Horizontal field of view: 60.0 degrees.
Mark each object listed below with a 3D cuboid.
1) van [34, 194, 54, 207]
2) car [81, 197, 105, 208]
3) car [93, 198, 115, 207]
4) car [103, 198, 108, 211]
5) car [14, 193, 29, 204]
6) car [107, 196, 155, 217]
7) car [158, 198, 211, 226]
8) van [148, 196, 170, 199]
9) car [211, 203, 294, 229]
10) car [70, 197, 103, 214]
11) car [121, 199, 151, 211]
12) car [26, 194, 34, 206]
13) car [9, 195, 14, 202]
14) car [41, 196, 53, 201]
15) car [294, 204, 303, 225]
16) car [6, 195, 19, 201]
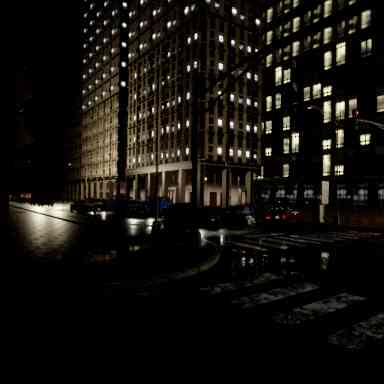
[{"bbox_3d":[-20.579,1.197,46.782,1.690,1.788,3.998,1,-1,-35],"label":"van"},{"bbox_3d":[-14.404,1.477,47.989,1.837,1.490,4.892,1,-1,-35],"label":"car"},{"bbox_3d":[-13.744,1.586,51.619,1.947,1.339,4.313,1,-1,-35],"label":"car"},{"bbox_3d":[-11.764,1.468,38.821,2.033,1.411,5.357,1,-1,-35],"label":"car"},{"bbox_3d":[-30.368,1.155,60.615,2.192,1.841,5.009,1,-1,-35],"label":"car"},{"bbox_3d":[-5.618,1.412,30.116,1.882,1.535,5.008,1,-1,-35],"label":"car"},{"bbox_3d":[-0.170,1.425,22.413,1.882,1.535,5.008,1,-1,-36],"label":"car"},{"bbox_3d":[-3.951,1.382,37.789,1.690,1.788,3.998,1,-1,-35],"label":"van"},{"bbox_3d":[3.759,1.555,21.794,2.033,1.411,5.357,1,-1,-31],"label":"car"},{"bbox_3d":[-10.795,1.427,32.947,2.008,1.369,4.403,1,-1,-35],"label":"car"},{"bbox_3d":[-7.218,1.584,42.397,2.008,1.369,4.403,1,-1,-35],"label":"car"},{"bbox_3d":[-23.846,1.432,51.390,1.802,1.307,4.206,1,-1,-35],"label":"car"},{"bbox_3d":[-36.897,1.396,69.834,1.947,1.339,4.313,1,-1,-35],"label":"car"},{"bbox_3d":[-36.584,1.570,83.895,1.802,1.307,4.206,1,-1,-35],"label":"car"},{"bbox_3d":[5.836,1.505,23.955,1.967,1.590,4.097,1,-1,-35],"label":"car"},{"bbox_3d":[-40.159,1.377,74.445,2.008,1.369,4.403,1,-1,-35],"label":"car"}]
